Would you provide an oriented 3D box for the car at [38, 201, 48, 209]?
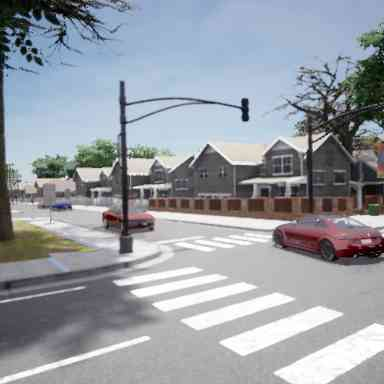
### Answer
[{"bbox_3d":[-23.980,2.077,54.741,1.895,1.301,4.718,-2,0,-35],"label":"car"}]

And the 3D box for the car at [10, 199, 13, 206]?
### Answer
[{"bbox_3d":[-42.382,2.423,76.481,1.837,1.490,4.892,-2,0,-35],"label":"car"}]

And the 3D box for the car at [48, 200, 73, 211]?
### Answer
[{"bbox_3d":[-18.125,1.827,46.350,1.882,1.535,5.008,-2,0,-34],"label":"car"}]

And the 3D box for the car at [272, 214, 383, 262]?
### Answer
[{"bbox_3d":[4.640,1.465,11.914,1.994,1.385,4.181,-2,0,-18],"label":"car"}]

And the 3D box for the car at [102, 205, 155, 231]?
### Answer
[{"bbox_3d":[-4.096,1.588,21.068,1.882,1.535,5.008,-2,0,-34],"label":"car"}]
